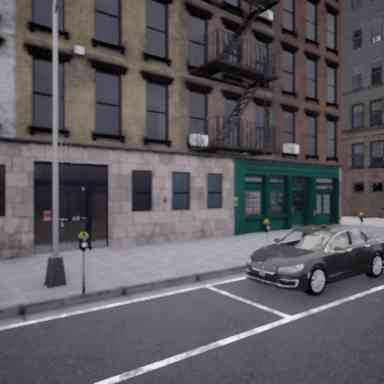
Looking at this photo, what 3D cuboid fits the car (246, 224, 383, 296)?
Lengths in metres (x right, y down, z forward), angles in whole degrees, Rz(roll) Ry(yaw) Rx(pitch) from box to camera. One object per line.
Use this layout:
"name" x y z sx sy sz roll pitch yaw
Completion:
"car" 3.316 1.546 8.550 4.403 1.369 2.008 0 0 -35
